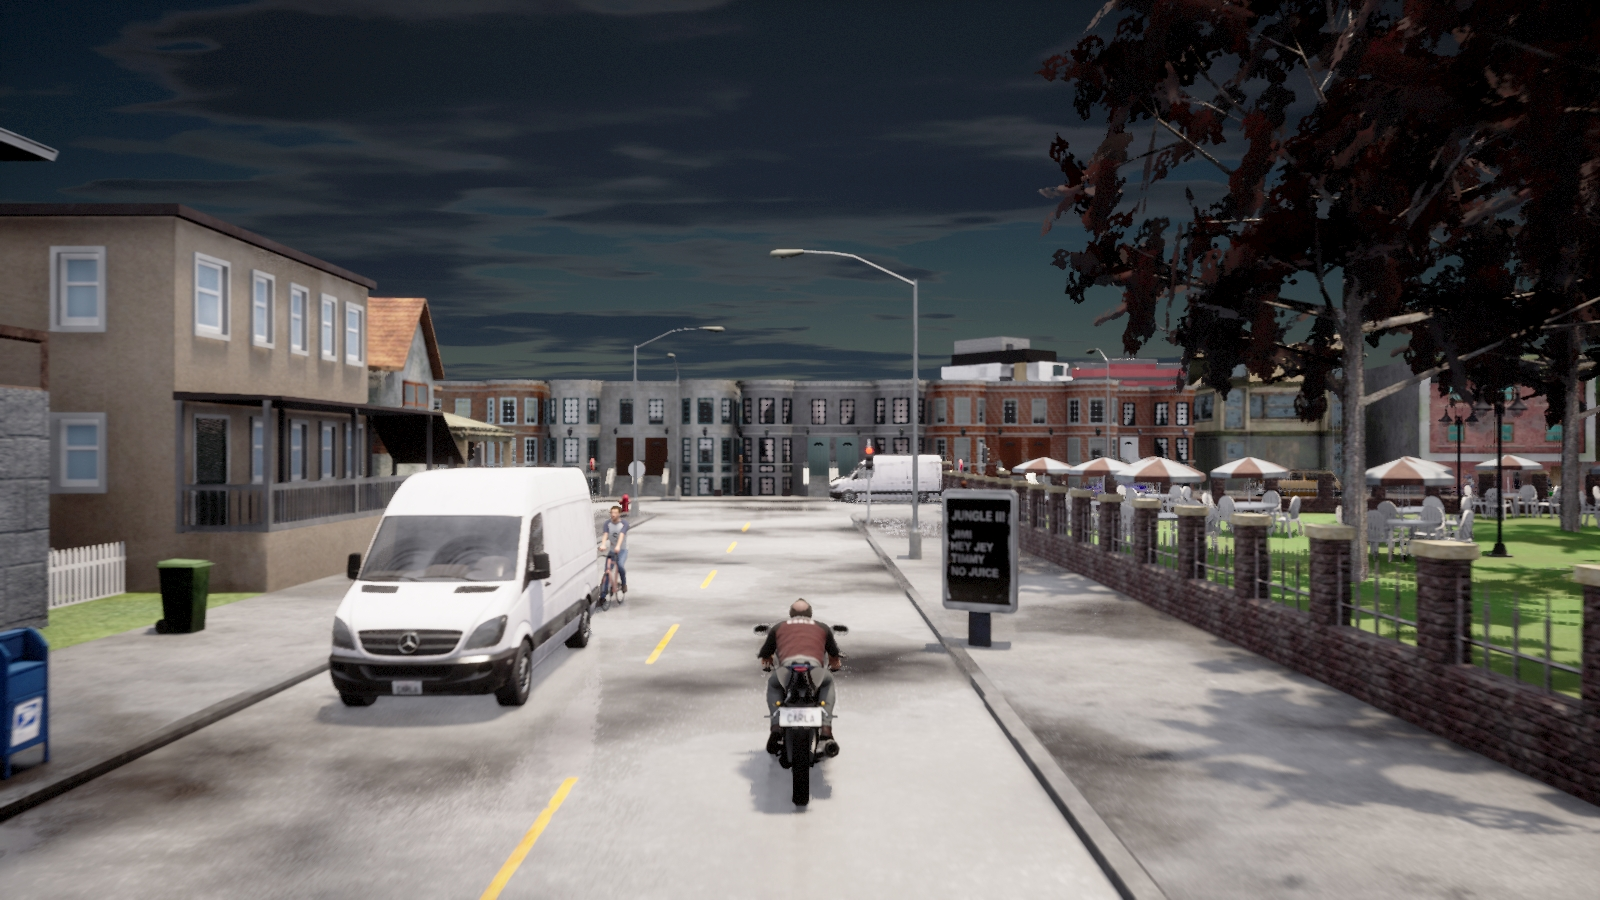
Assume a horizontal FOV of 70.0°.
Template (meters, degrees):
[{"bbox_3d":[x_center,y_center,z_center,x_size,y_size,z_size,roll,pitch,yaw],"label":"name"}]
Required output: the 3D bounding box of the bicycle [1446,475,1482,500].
[{"bbox_3d":[34.554,1.939,59.460,1.643,1.296,0.373,0,0,1],"label":"bicycle"}]

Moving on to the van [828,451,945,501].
[{"bbox_3d":[4.466,1.317,59.551,5.915,2.561,1.988,0,0,0],"label":"van"}]

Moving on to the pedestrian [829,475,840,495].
[{"bbox_3d":[1.892,1.907,62.851,0.500,1.100,0.500,0,0,-15],"label":"pedestrian"}]

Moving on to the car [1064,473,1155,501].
[{"bbox_3d":[16.087,1.902,59.528,4.181,1.385,1.994,0,0,0],"label":"car"}]

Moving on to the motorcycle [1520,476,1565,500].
[{"bbox_3d":[38.578,1.966,59.378,1.805,1.236,0.856,0,1,6],"label":"motorcycle"}]

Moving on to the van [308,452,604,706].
[{"bbox_3d":[-3.990,1.315,14.526,1.988,2.561,5.915,0,0,0],"label":"van"}]
